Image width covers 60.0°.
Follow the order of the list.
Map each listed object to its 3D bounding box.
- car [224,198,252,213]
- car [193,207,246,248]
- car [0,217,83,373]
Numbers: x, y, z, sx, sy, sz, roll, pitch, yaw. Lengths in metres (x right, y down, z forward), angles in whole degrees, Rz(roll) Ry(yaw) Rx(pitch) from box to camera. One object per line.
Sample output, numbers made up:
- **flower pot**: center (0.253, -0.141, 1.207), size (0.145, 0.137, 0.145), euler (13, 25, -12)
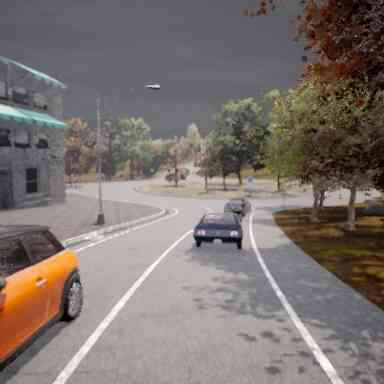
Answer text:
- **car**: center (4.102, 1.218, 29.576), size (2.033, 1.411, 5.357), euler (2, 4, 18)
- **car**: center (1.248, 1.539, 14.493), size (1.895, 1.301, 4.718), euler (1, 0, 8)
- **car**: center (-3.105, 1.310, 4.121), size (2.097, 1.767, 4.553), euler (0, 0, 3)
